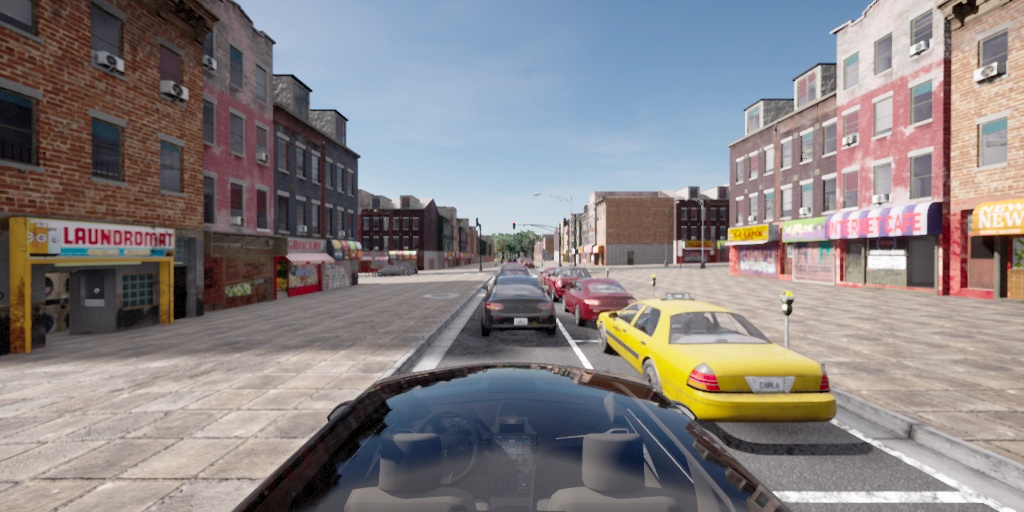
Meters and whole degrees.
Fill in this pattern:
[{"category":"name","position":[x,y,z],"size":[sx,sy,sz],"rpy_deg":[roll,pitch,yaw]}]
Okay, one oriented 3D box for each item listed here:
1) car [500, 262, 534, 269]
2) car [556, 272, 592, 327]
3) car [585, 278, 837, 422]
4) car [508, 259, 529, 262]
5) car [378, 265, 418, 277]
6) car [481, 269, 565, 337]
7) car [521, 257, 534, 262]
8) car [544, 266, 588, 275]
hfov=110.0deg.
[{"category":"car","position":[0.103,1.236,17.608],"size":[2.128,1.511,4.902],"rpy_deg":[0,0,0]},{"category":"car","position":[2.645,1.326,11.270],"size":[1.802,1.307,4.207],"rpy_deg":[0,0,0]},{"category":"car","position":[2.640,1.272,5.973],"size":[1.751,1.417,4.829],"rpy_deg":[0,0,0]},{"category":"car","position":[0.089,1.228,27.168],"size":[1.882,1.535,5.008],"rpy_deg":[0,0,0]},{"category":"car","position":[-12.628,1.679,39.730],"size":[4.181,1.385,1.994],"rpy_deg":[-2,0,0]},{"category":"car","position":[0.117,1.270,10.162],"size":[1.812,1.442,4.674],"rpy_deg":[0,0,-2]},{"category":"car","position":[2.691,1.271,59.543],"size":[1.967,1.591,4.097],"rpy_deg":[0,0,0]},{"category":"car","position":[2.651,1.184,16.736],"size":[1.967,1.591,4.097],"rpy_deg":[0,0,0]}]
